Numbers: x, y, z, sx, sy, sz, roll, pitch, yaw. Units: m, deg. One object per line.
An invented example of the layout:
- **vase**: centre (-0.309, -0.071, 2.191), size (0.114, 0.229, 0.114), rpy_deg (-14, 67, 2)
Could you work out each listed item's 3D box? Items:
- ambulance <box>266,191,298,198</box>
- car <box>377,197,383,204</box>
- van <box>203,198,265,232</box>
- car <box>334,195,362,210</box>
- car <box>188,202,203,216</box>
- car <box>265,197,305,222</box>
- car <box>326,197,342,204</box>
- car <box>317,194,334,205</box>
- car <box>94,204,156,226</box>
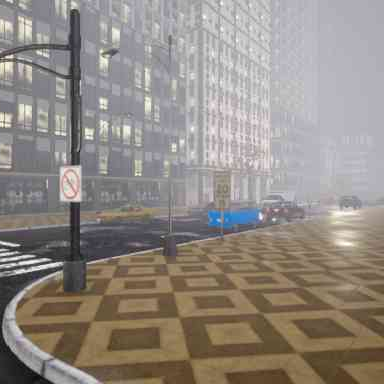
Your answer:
- **ambulance**: centre (10.254, 1.063, 38.979), size (2.351, 2.431, 6.366), rpy_deg (0, 0, 38)
- **car**: centre (38.211, 1.659, 66.514), size (1.947, 1.339, 4.313), rpy_deg (0, 0, 38)
- **van**: centre (2.652, 1.368, 20.247), size (1.690, 1.788, 3.998), rpy_deg (0, 0, 38)
- **car**: centre (21.218, 1.369, 44.490), size (2.192, 1.841, 5.009), rpy_deg (0, 0, 38)
- **car**: centre (1.384, 1.604, 31.685), size (1.802, 1.307, 4.206), rpy_deg (0, 0, 38)
- **car**: centre (7.623, 1.472, 26.870), size (1.967, 1.590, 4.097), rpy_deg (0, 0, 38)
- **car**: centre (28.575, 1.625, 66.924), size (2.008, 1.369, 4.403), rpy_deg (0, 0, 38)
- **car**: centre (25.176, 1.381, 62.520), size (2.192, 1.841, 5.009), rpy_deg (0, 0, 38)
- **car**: centre (-4.733, 1.540, 23.969), size (1.752, 1.417, 4.829), rpy_deg (0, 0, 38)
